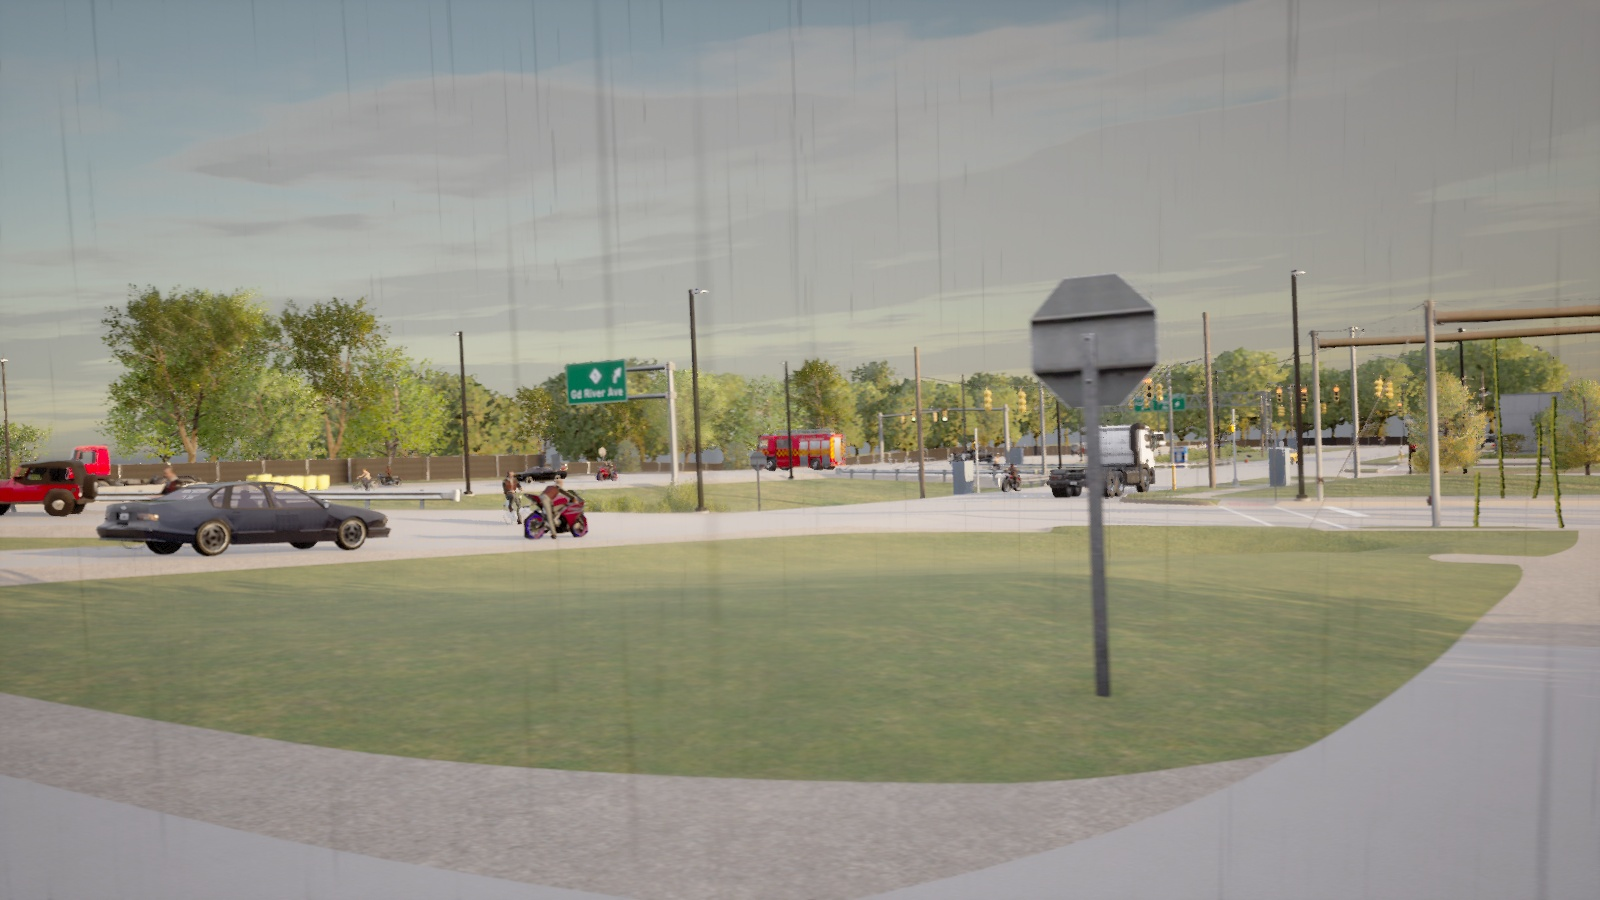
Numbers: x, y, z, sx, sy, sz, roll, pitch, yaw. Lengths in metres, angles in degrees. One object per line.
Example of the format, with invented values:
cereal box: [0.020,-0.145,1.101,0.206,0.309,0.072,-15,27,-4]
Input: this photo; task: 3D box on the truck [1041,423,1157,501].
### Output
truck: [14.417,0.535,60.031,2.891,3.462,7.936,-1,0,33]

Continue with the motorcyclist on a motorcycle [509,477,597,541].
motorcyclist on a motorcycle: [-6.174,1.456,31.512,0.866,1.530,2.191,-1,-2,34]

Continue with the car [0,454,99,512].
car: [-26.118,1.094,42.482,3.866,1.878,1.905,0,0,-17]

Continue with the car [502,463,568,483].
car: [-19.238,1.693,91.366,1.895,1.301,4.718,-1,0,33]

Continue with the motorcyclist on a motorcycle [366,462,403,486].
motorcyclist on a motorcycle: [-30.095,1.711,90.956,2.350,1.649,0.766,-1,0,-37]

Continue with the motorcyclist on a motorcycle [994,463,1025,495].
motorcyclist on a motorcycle: [11.424,1.579,68.287,0.766,1.649,2.350,-1,0,33]

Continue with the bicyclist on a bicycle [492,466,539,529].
bicyclist on a bicycle: [-8.869,1.446,39.137,0.659,1.776,1.843,-5,5,-36]

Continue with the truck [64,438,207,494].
truck: [-43.156,0.967,81.662,7.936,3.462,2.891,-1,0,-34]

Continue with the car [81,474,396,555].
car: [-10.825,1.230,24.664,2.033,1.411,5.357,-2,-3,34]

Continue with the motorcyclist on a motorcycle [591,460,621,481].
motorcyclist on a motorcycle: [-14.281,1.506,92.531,0.866,1.530,2.191,-1,0,33]
